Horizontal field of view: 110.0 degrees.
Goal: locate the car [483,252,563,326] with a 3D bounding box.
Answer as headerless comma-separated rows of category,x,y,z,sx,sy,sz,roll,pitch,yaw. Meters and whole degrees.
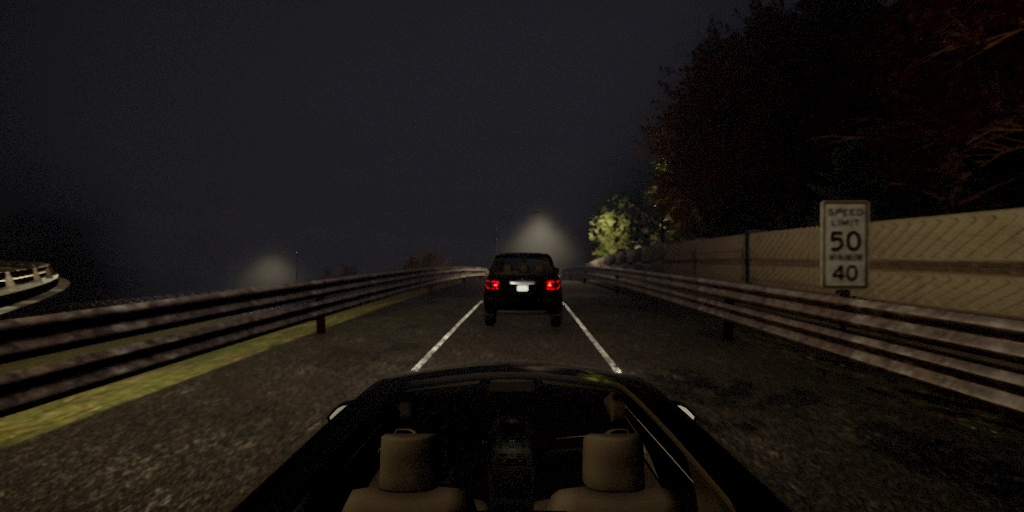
car,0.387,0.933,11.684,2.150,2.045,5.566,0,-1,3
